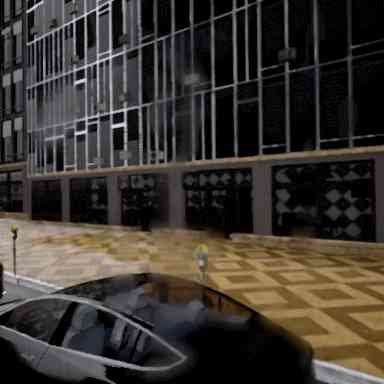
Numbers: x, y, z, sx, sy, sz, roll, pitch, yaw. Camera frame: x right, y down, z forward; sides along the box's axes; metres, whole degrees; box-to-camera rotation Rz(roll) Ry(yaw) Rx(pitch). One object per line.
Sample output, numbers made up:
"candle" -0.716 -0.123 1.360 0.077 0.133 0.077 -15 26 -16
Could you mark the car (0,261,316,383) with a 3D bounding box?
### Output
"car" -0.918 1.564 3.542 4.313 1.339 1.947 0 -1 36
